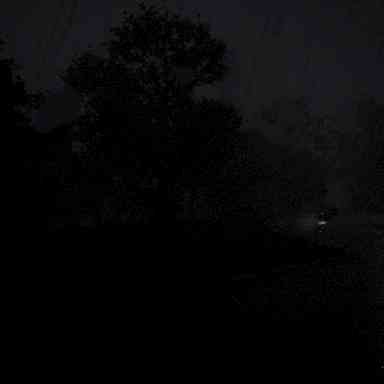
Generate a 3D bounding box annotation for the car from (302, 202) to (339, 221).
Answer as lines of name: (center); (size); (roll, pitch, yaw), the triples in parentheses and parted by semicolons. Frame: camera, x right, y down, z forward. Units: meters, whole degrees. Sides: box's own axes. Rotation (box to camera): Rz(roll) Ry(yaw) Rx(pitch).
car: (11.058, 1.601, 28.365); (2.033, 1.411, 5.357); (0, 0, 36)
